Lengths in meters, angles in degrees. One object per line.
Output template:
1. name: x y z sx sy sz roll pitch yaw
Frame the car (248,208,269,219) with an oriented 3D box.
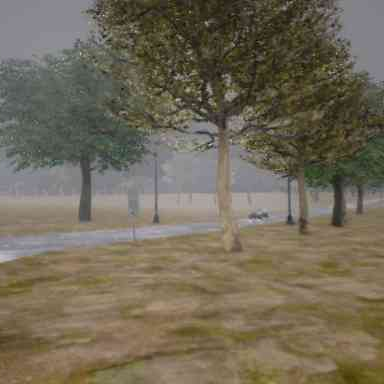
1. car: 11.000 3.491 54.935 2.097 1.767 4.553 -3 -3 33
